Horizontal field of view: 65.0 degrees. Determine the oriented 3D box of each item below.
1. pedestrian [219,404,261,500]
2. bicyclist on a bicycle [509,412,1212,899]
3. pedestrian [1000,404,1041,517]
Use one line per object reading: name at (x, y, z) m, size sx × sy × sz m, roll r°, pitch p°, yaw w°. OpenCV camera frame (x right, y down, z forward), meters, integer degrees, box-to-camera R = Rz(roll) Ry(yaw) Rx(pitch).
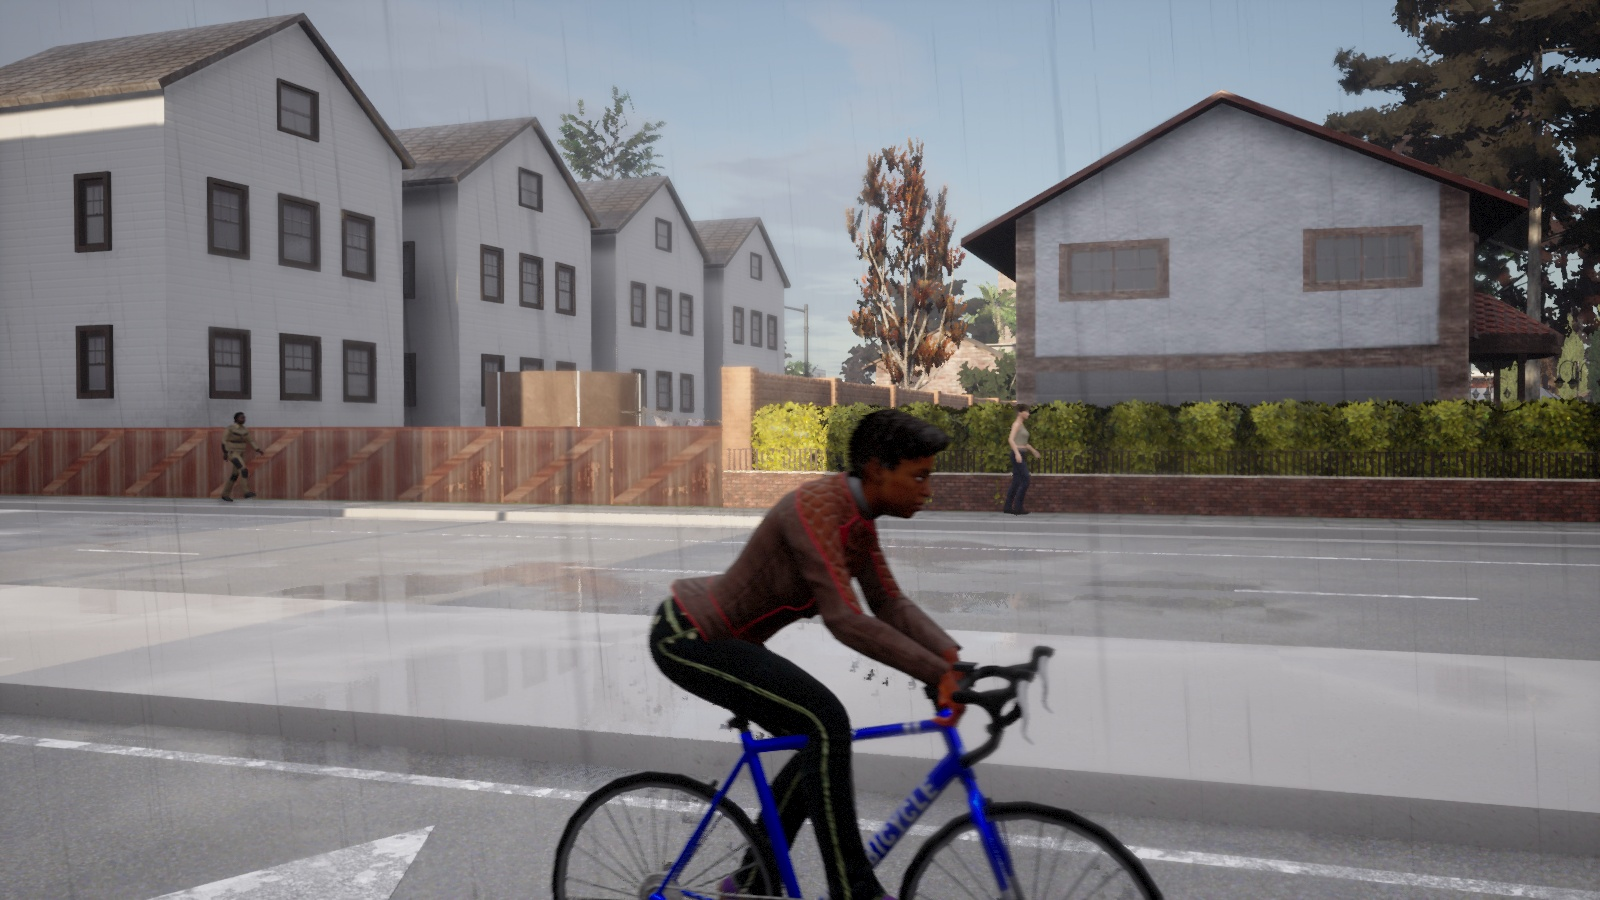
pedestrian at (-11.301, 0.034, 25.339) m, size 0.692 × 1.930 × 0.396 m, roll 1°, pitch 1°, yaw 21°
bicyclist on a bicycle at (0.155, 0.727, 3.140) m, size 1.656 × 1.620 × 0.582 m, roll 0°, pitch 0°, yaw 19°
pedestrian at (3.616, 0.166, 20.566) m, size 0.594 × 1.836 × 0.345 m, roll 1°, pitch 1°, yaw 20°
